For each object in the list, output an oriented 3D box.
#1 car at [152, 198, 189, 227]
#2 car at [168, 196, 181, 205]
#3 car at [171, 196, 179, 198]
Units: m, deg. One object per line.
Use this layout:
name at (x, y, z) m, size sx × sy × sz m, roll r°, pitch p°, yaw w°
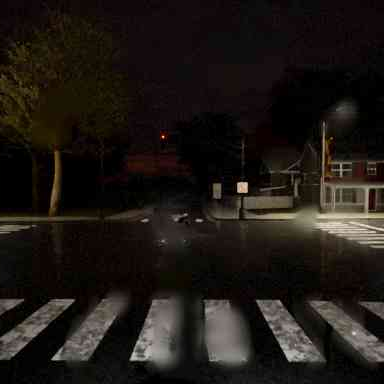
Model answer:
car at (-1.565, 1.406, 22.483) m, size 2.128 × 1.511 × 4.902 m, roll -1°, pitch 0°, yaw -14°
car at (-2.890, 1.440, 56.486) m, size 1.837 × 1.490 × 4.892 m, roll 0°, pitch 0°, yaw 0°
car at (-2.958, 1.441, 39.735) m, size 1.882 × 1.535 × 5.008 m, roll 0°, pitch 0°, yaw 0°
